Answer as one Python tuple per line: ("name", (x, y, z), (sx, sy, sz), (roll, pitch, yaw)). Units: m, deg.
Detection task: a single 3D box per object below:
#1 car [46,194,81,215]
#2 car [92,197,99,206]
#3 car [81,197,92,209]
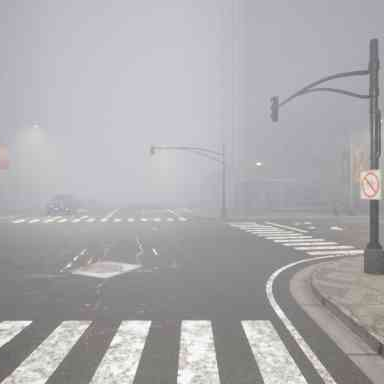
("car", (-13.306, 1.239, 34.212), (2.150, 2.045, 5.566), (0, 0, -9))
("car", (-16.675, 1.518, 55.092), (1.882, 1.535, 5.008), (0, 1, -9))
("car", (-14.952, 1.591, 44.304), (1.994, 1.385, 4.181), (0, 0, -10))
